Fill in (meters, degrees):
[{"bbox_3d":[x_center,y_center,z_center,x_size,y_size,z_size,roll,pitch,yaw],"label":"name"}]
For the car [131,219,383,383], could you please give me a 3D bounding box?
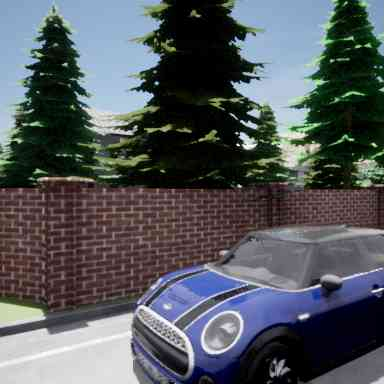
[{"bbox_3d":[1.436,1.352,4.889,4.553,1.767,2.097,0,0,-33],"label":"car"}]
